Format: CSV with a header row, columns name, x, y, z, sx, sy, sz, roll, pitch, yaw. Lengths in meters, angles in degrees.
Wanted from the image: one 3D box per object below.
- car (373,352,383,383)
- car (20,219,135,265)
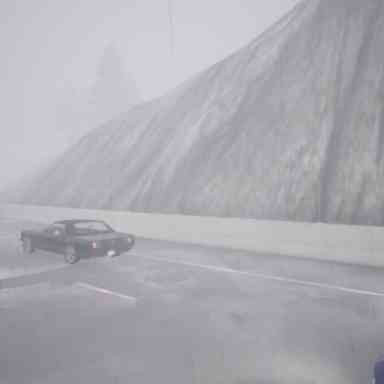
name,x,y,z,sx,sy,sz,roll,pitch,yaw
car,3.487,1.534,1.579,4.674,1.442,1.812,0,0,35
car,-4.247,1.619,11.840,4.718,1.301,1.895,0,0,39
